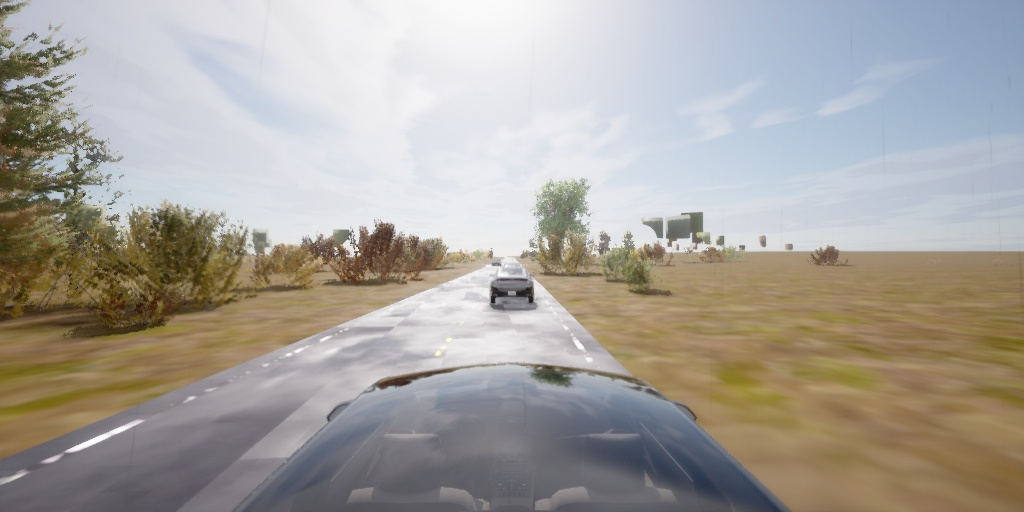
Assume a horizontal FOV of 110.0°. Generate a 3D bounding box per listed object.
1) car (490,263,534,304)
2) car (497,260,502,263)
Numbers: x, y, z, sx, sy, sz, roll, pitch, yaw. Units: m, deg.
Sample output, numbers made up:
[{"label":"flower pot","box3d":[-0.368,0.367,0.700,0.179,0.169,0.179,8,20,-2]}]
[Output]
[{"label":"car","box3d":[0.000,1.246,16.483,2.128,1.511,4.902,0,0,0]},{"label":"car","box3d":[0.000,1.310,31.483,2.033,1.411,5.357,0,0,0]}]
